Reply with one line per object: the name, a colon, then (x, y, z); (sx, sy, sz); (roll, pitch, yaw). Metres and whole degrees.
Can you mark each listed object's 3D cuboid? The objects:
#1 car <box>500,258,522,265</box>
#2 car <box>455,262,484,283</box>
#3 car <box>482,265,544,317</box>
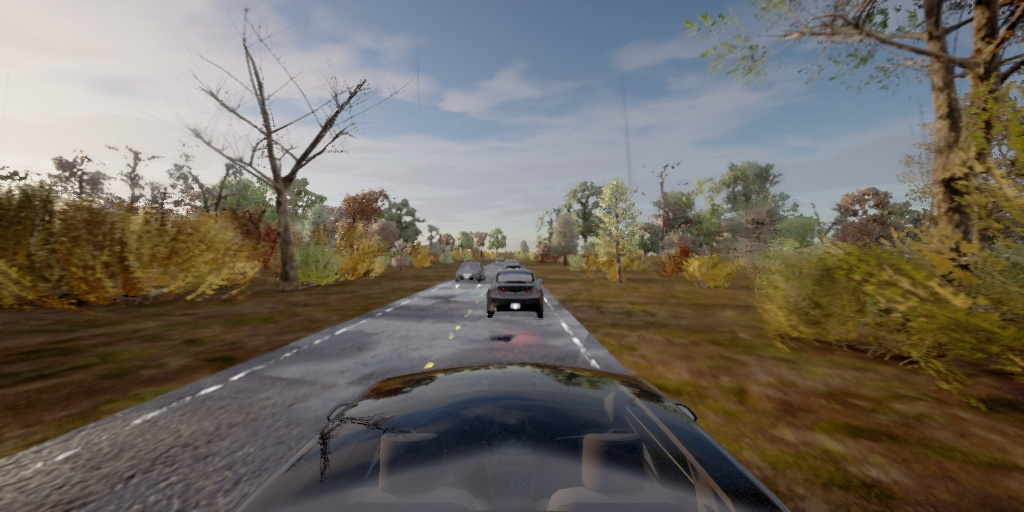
car: (0.105, 1.193, 31.164); (1.837, 1.490, 4.892); (0, 0, 0)
car: (-3.091, 1.192, 27.055); (2.128, 1.511, 4.902); (0, 0, 0)
car: (0.100, 1.232, 13.063); (1.837, 1.490, 4.892); (0, 0, 0)
